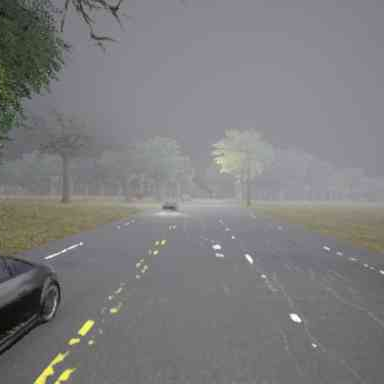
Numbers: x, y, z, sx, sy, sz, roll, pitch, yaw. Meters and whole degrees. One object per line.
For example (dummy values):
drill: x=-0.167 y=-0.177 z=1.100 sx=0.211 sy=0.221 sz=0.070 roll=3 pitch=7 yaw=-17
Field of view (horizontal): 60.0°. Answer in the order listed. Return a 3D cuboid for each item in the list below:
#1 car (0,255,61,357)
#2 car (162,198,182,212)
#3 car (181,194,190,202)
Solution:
car: x=-3.408 y=1.579 z=4.420 sx=1.994 sy=1.385 sz=4.181 roll=0 pitch=0 yaw=1
car: x=-2.639 y=1.752 z=41.154 sx=1.895 sy=1.301 sz=4.718 roll=0 pitch=0 yaw=1
car: x=-1.688 y=1.629 z=88.324 sx=2.150 sy=2.045 sz=5.566 roll=0 pitch=0 yaw=1
